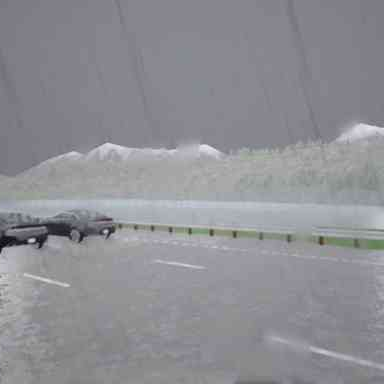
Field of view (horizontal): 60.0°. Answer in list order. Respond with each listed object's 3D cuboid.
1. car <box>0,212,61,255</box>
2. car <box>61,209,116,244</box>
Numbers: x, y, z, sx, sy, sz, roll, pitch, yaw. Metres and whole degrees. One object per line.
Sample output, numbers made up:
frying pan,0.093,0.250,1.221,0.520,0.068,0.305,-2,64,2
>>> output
car,-7.969,1.627,13.867,4.902,1.511,2.128,-1,0,36
car,-5.938,1.627,16.717,4.902,1.511,2.128,-1,0,36
